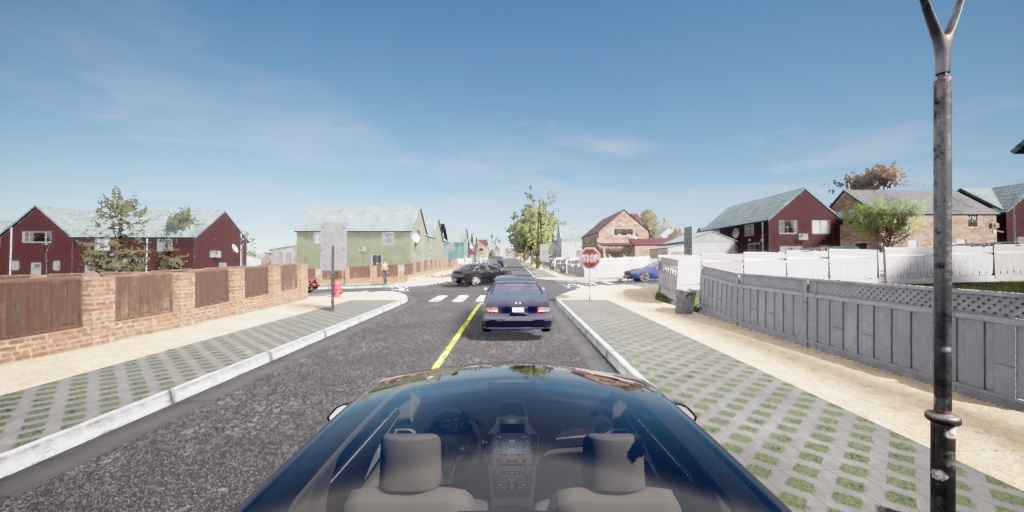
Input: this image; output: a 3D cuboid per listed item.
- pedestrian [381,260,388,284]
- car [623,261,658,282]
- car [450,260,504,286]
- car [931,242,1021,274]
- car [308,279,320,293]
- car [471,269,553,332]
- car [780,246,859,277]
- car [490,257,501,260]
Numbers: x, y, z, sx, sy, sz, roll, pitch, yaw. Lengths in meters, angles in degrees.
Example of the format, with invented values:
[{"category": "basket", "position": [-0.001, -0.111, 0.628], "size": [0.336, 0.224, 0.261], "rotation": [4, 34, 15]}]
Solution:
[{"category": "pedestrian", "position": [-9.644, 1.212, 27.177], "size": [0.375, 1.860, 0.375], "rotation": [0, 0, 0]}, {"category": "car", "position": [10.409, 1.013, 24.385], "size": [5.357, 1.411, 2.033], "rotation": [-2, -1, 1]}, {"category": "car", "position": [-2.013, 1.276, 25.165], "size": [4.892, 1.490, 1.837], "rotation": [-2, 2, -44]}, {"category": "car", "position": [31.406, 0.122, 24.426], "size": [5.566, 2.045, 2.150], "rotation": [-2, -1, 0]}, {"category": "car", "position": [-14.082, 1.672, 21.269], "size": [4.718, 1.301, 1.895], "rotation": [-2, -1, 1]}, {"category": "car", "position": [0.093, 1.300, 10.848], "size": [2.033, 1.411, 5.357], "rotation": [0, 0, -1]}, {"category": "car", "position": [20.688, 0.409, 24.395], "size": [5.566, 2.045, 2.150], "rotation": [-2, -1, 0]}, {"category": "car", "position": [-2.770, 1.243, 41.768], "size": [2.128, 1.511, 4.902], "rotation": [0, 0, 0]}]
